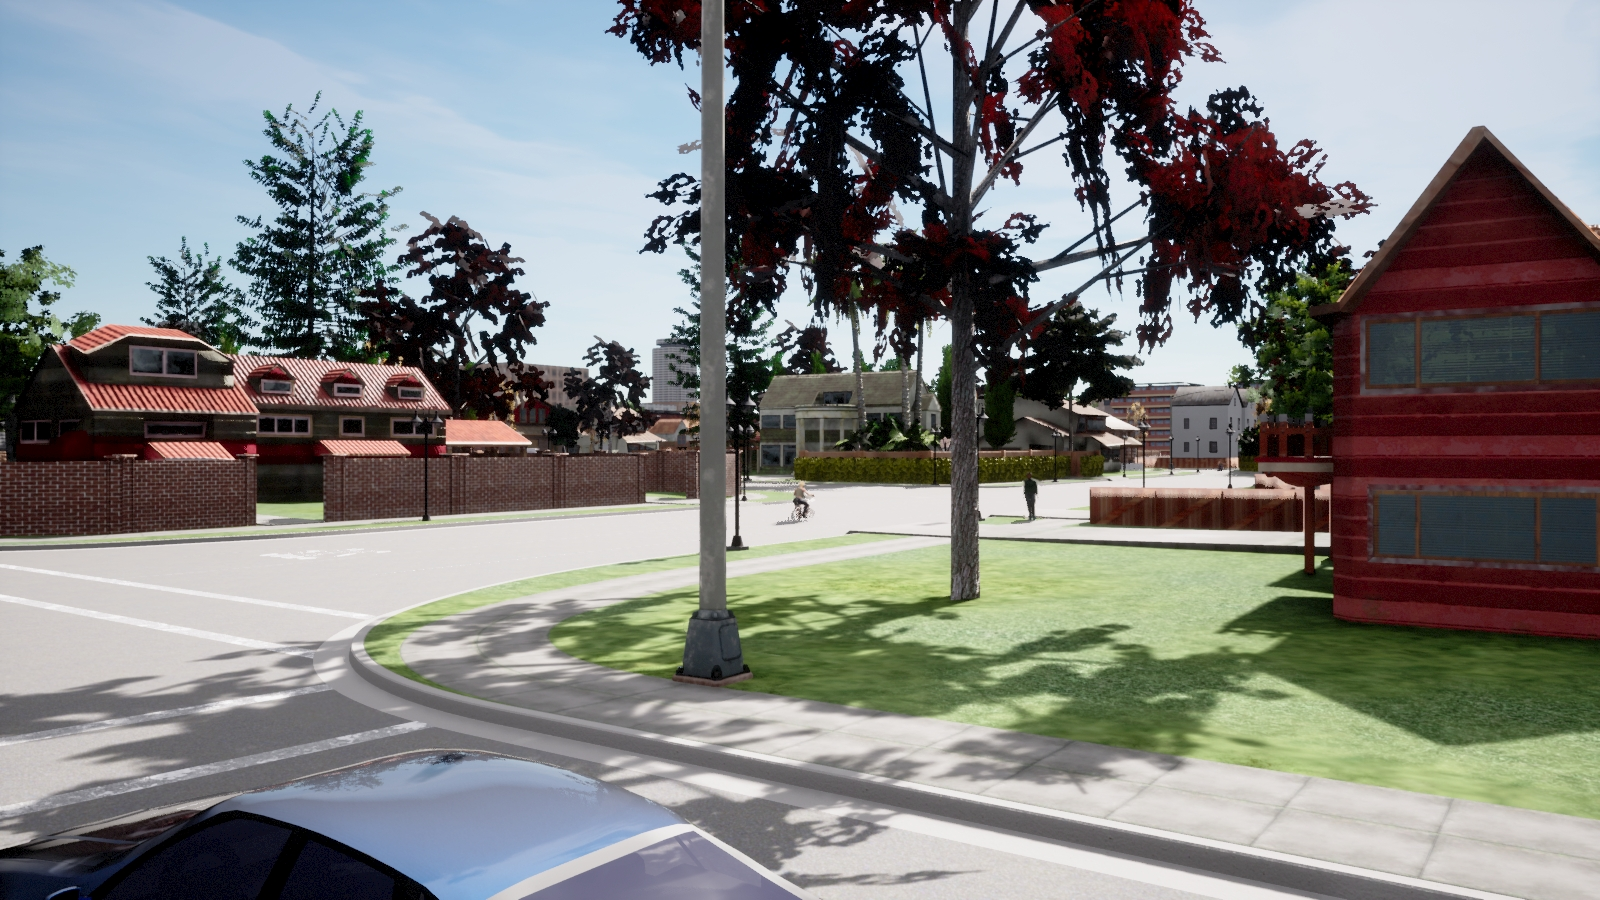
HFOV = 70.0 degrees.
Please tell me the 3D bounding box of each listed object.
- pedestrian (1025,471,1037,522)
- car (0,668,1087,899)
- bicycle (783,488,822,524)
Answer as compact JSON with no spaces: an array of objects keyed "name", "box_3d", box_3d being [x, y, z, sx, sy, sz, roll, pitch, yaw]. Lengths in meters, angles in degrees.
[{"name":"pedestrian","box_3d":[8.527,1.704,42.184,0.375,1.860,0.375,0,0,23]},{"name":"car","box_3d":[-1.713,2.106,4.943,5.357,1.411,2.033,0,0,36]},{"name":"bicycle","box_3d":[0.107,2.145,44.152,0.859,1.301,1.487,0,0,33]}]
